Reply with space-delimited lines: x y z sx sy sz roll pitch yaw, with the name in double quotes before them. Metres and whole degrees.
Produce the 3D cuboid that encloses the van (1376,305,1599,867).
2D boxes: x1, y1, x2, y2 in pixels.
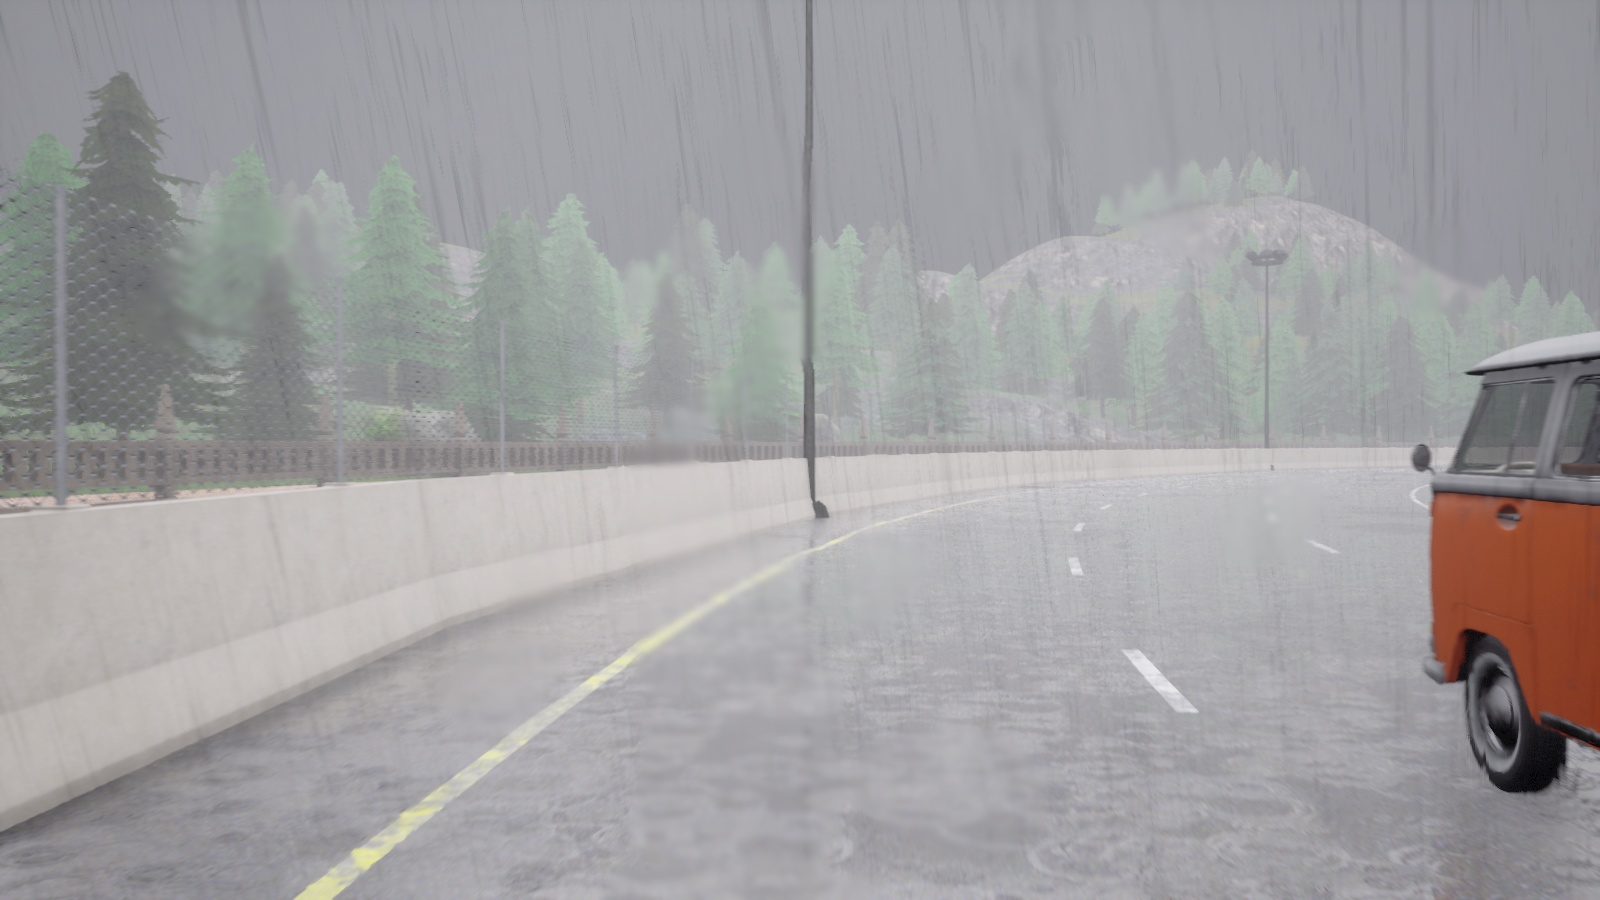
"van" 3.700 0.481 4.168 1.775 1.987 4.442 0 0 4
